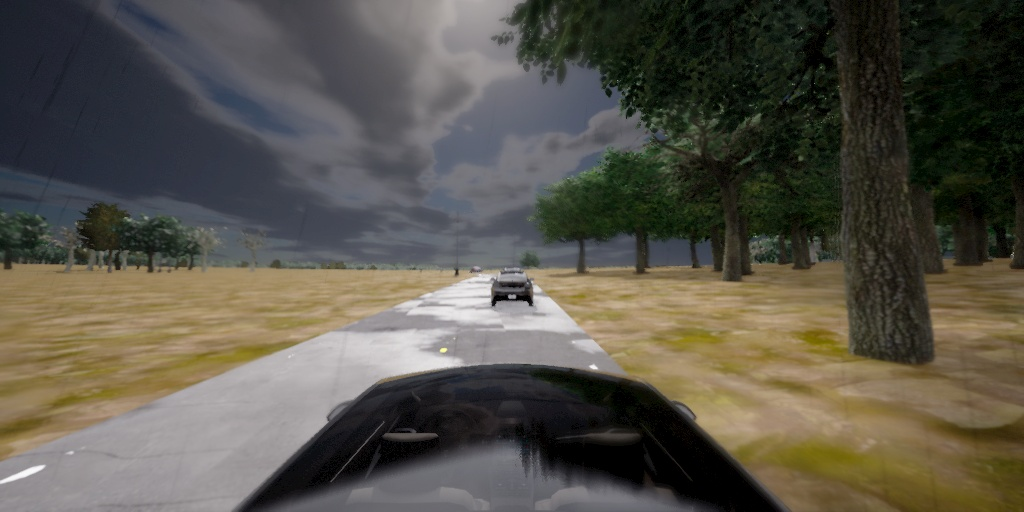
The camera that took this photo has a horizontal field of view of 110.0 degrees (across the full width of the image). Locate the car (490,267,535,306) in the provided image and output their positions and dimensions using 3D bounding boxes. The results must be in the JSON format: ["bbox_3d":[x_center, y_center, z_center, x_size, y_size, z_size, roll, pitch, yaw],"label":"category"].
[{"bbox_3d":[0.012,1.438,17.028,1.837,1.490,4.892,0,0,0],"label":"car"}]
